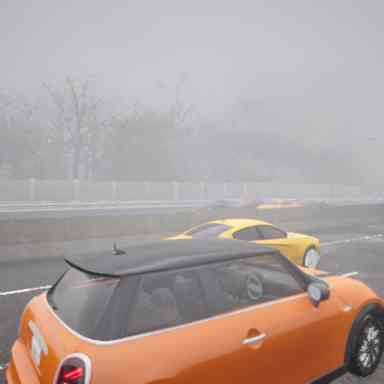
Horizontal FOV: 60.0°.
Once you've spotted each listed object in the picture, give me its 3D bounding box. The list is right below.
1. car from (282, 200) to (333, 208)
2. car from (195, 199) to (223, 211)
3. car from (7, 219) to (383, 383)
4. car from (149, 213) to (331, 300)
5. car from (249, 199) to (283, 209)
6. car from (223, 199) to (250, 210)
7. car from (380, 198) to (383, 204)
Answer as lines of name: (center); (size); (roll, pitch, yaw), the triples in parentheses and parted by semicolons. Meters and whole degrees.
car: (10.314, 1.521, 28.544); (4.892, 1.490, 1.837); (0, 0, -35)
car: (2.571, 1.519, 35.917); (4.892, 1.490, 1.837); (0, 0, -35)
car: (0.412, 1.353, 4.041); (4.553, 1.767, 2.097); (0, 0, -36)
car: (1.503, 1.480, 9.117); (5.008, 1.535, 1.882); (0, 0, -36)
car: (8.070, 1.493, 31.242); (5.008, 1.535, 1.882); (0, 0, -35)
car: (5.909, 1.493, 33.999); (5.008, 1.535, 1.882); (0, 0, -35)
car: (35.521, 1.540, 59.305); (5.008, 1.535, 1.882); (0, 0, -36)
